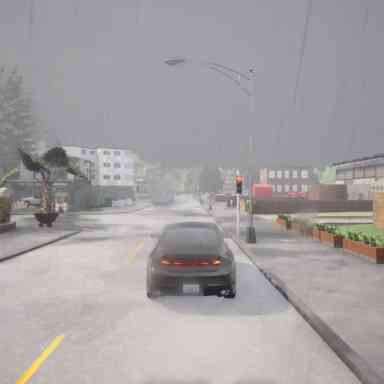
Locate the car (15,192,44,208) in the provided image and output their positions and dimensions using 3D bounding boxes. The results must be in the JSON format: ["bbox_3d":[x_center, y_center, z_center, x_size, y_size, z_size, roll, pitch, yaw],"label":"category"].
[{"bbox_3d":[-20.154,0.985,42.119,1.905,1.878,3.866,0,0,34],"label":"car"}]

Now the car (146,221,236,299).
[{"bbox_3d":[-0.016,1.505,8.456,1.837,1.490,4.892,0,0,0],"label":"car"}]

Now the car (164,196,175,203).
[{"bbox_3d":[-4.664,1.525,70.463,2.128,1.511,4.902,0,0,-1],"label":"car"}]

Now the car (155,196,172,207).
[{"bbox_3d":[-4.571,1.477,50.620,1.882,1.535,5.008,0,0,0],"label":"car"}]

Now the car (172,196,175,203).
[{"bbox_3d":[-4.636,1.477,60.033,1.882,1.535,5.008,0,0,0],"label":"car"}]
